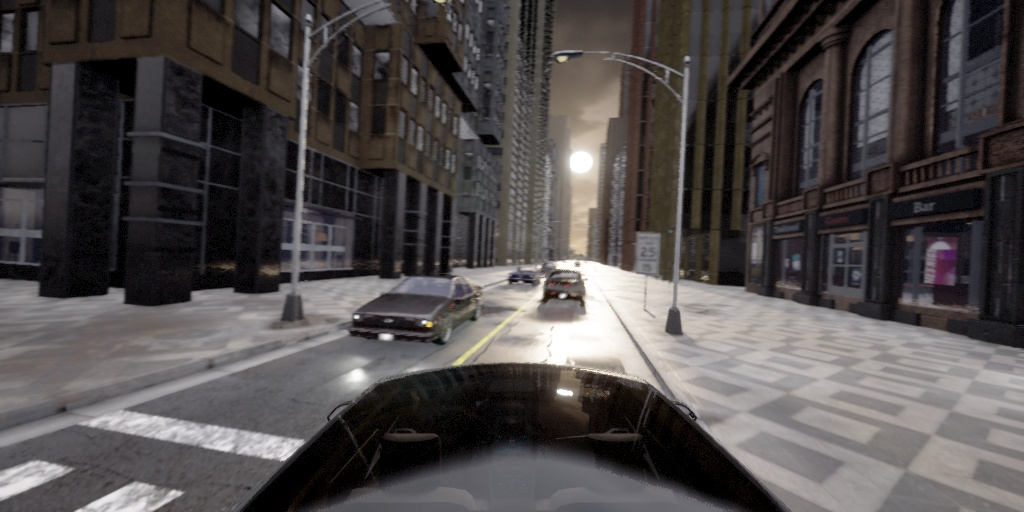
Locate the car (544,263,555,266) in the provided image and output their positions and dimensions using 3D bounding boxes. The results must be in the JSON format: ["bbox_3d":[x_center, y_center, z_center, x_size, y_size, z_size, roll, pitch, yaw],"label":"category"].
[{"bbox_3d":[4.434,1.517,43.148,1.812,1.442,4.674,3,0,11],"label":"car"}]

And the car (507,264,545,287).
[{"bbox_3d":[0.965,1.383,25.305,1.895,1.301,4.718,3,0,11],"label":"car"}]

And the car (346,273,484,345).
[{"bbox_3d":[-2.053,1.186,9.519,2.033,1.411,5.357,3,0,8],"label":"car"}]

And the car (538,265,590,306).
[{"bbox_3d":[2.527,1.378,16.874,1.837,1.490,4.892,3,0,11],"label":"car"}]
